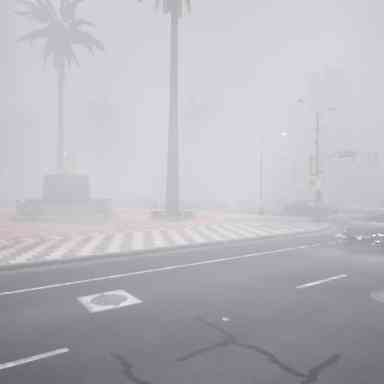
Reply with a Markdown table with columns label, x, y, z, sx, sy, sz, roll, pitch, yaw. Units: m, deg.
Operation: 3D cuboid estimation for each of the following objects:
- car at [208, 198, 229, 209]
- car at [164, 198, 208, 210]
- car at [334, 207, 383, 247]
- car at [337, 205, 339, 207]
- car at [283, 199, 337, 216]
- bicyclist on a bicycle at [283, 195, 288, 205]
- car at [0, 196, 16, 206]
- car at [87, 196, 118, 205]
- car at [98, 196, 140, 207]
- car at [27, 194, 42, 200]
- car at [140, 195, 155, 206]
| label | x | y | z | sx | sy | sz | roll | pitch | yaw |
| --- | --- | --- | --- | --- | --- | --- | --- | --- | --- |
| car | 2.909 | 1.564 | 45.442 | 4.181 | 1.385 | 1.994 | 0 | 0 | 34 |
| car | -1.096 | 1.547 | 44.095 | 5.357 | 1.411 | 2.033 | 0 | 0 | 29 |
| car | 8.295 | 1.505 | 14.215 | 4.892 | 1.490 | 1.837 | 0 | 1 | -39 |
| car | 12.883 | 1.505 | 34.527 | 1.837 | 1.490 | 4.892 | 0 | 0 | -37 |
| car | 10.817 | 1.525 | 31.489 | 1.812 | 1.442 | 4.674 | 0 | 0 | -37 |
| bicyclist on a bicycle | 15.275 | 1.300 | 54.474 | 0.582 | 1.620 | 1.656 | 0 | 0 | 42 |
| car | -31.106 | 1.503 | 53.610 | 4.892 | 1.490 | 1.837 | 0 | 0 | -16 |
| car | -15.836 | 1.491 | 59.119 | 4.902 | 1.511 | 2.128 | 0 | 0 | 2 |
| car | -11.280 | 1.547 | 51.592 | 5.357 | 1.411 | 2.033 | 0 | 0 | 9 |
| car | -26.045 | 1.221 | 58.555 | 5.566 | 2.045 | 2.150 | 0 | 0 | -10 |
| car | -8.472 | 1.352 | 54.648 | 4.553 | 1.767 | 2.097 | 0 | 0 | 14 |
